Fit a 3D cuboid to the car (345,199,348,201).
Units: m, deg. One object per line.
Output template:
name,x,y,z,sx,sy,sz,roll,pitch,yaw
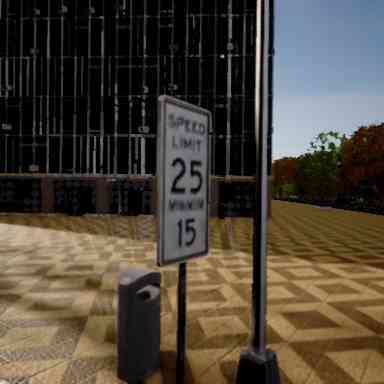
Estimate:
car,22.494,1.215,48.499,1.994,1.385,4.181,1,0,3
